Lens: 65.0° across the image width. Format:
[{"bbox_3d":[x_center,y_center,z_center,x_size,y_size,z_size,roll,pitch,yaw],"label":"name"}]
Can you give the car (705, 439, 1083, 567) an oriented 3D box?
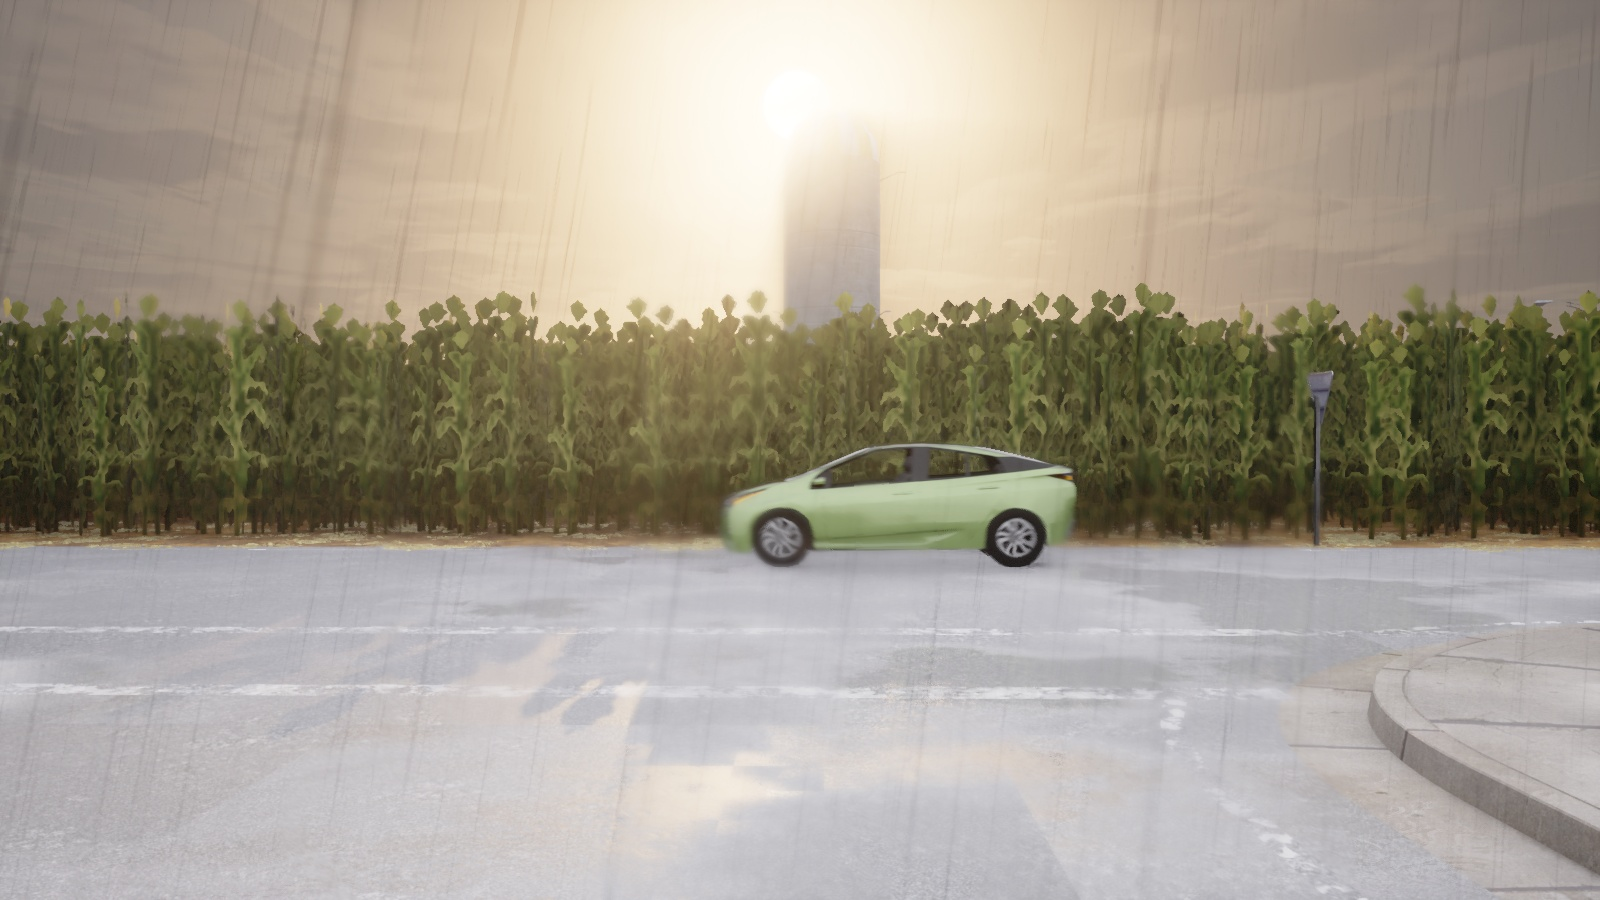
[{"bbox_3d":[1.143,0.628,16.026,4.514,1.525,2.007,0,0,1],"label":"car"}]
